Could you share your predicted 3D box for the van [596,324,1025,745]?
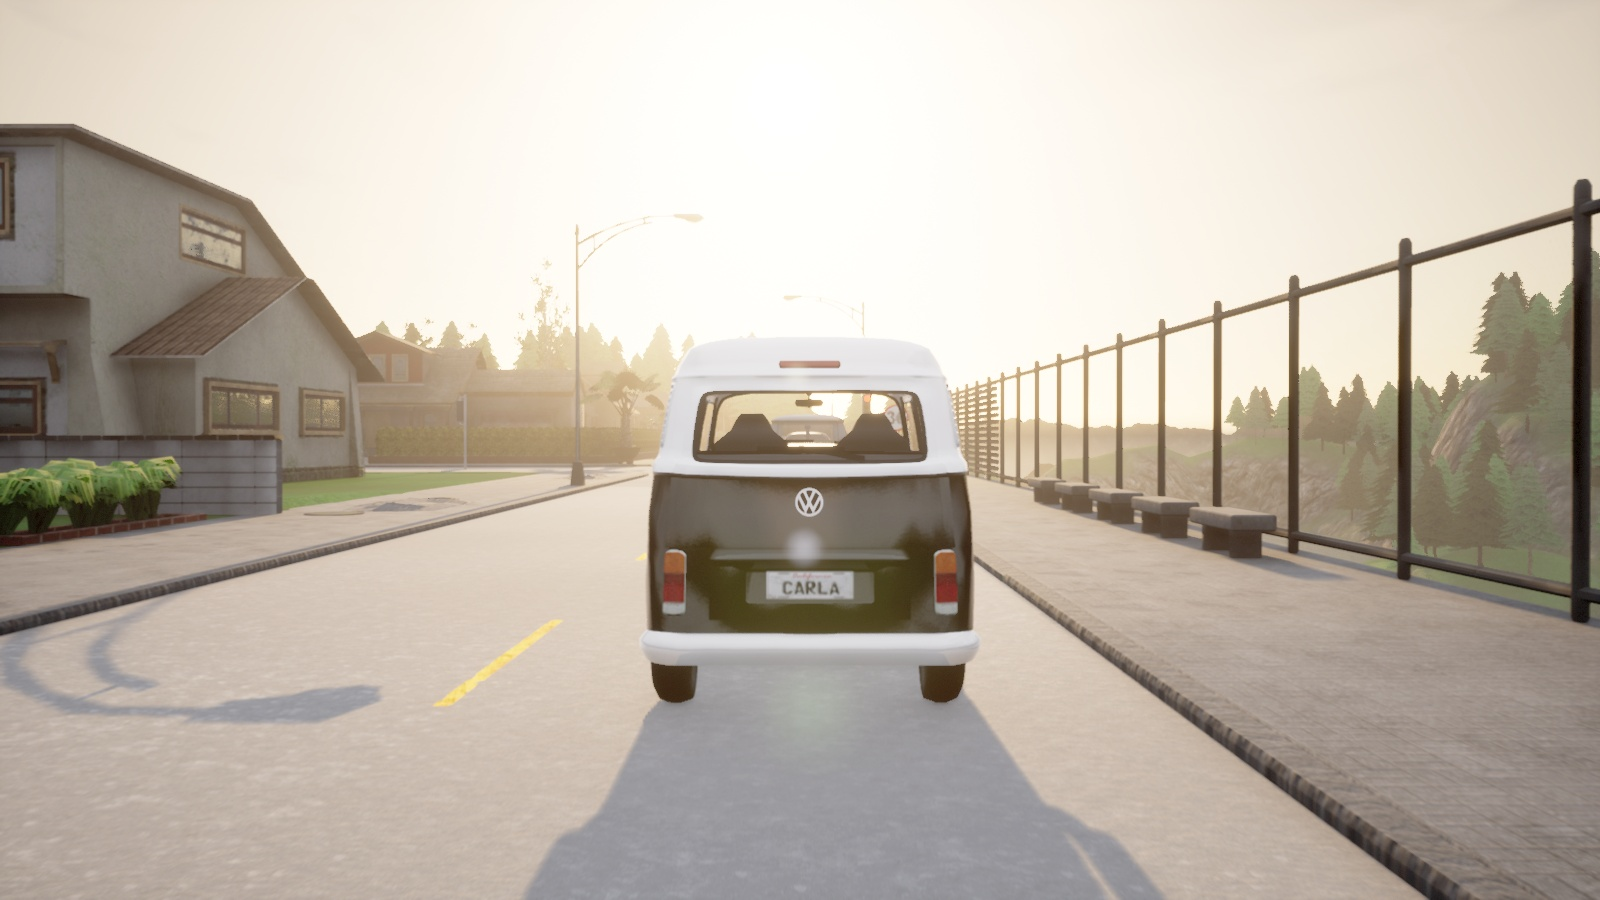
[{"bbox_3d":[0.062,0.381,8.316,2.069,2.038,4.480,0,1,0],"label":"van"}]
